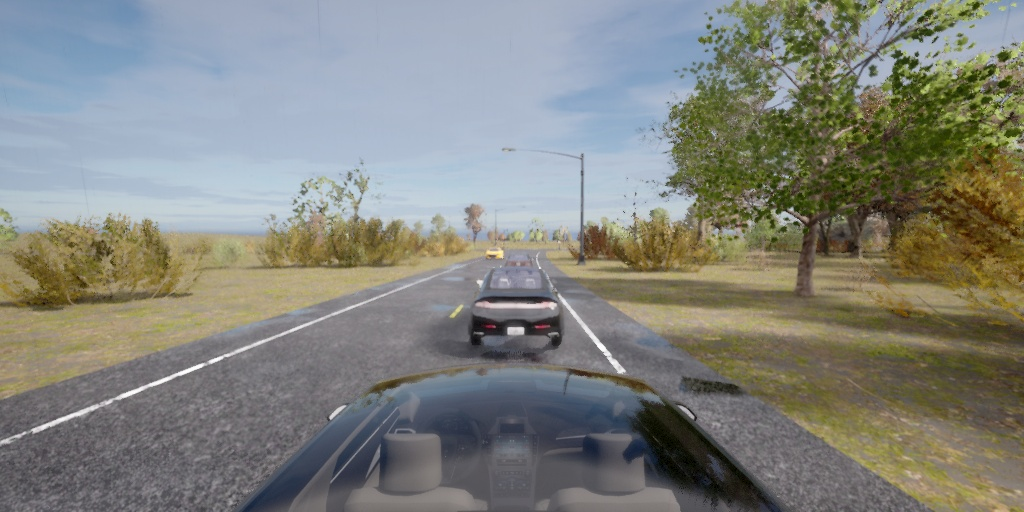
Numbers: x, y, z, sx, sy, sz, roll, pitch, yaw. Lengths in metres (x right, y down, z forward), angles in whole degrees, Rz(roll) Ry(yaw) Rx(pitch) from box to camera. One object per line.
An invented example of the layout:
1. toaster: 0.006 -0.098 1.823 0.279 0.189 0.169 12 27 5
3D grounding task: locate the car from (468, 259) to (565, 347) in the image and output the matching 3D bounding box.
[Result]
1. car: 0.115 1.004 8.611 2.128 1.511 4.902 0 2 1

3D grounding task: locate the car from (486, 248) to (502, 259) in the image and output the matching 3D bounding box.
1. car: -2.171 -0.316 45.588 1.882 1.535 5.008 0 2 4

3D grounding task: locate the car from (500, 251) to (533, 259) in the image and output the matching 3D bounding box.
1. car: 0.516 0.471 25.481 2.033 1.411 5.357 0 2 2
